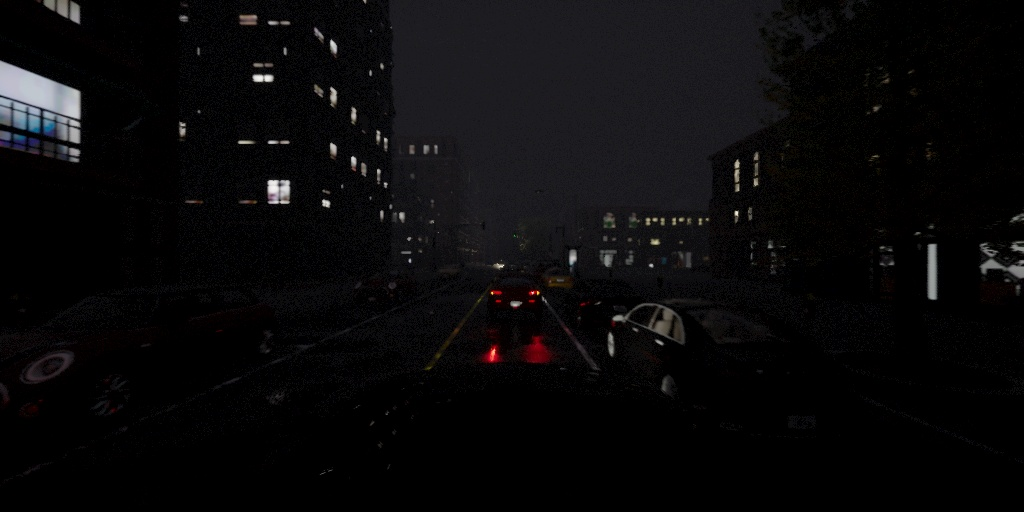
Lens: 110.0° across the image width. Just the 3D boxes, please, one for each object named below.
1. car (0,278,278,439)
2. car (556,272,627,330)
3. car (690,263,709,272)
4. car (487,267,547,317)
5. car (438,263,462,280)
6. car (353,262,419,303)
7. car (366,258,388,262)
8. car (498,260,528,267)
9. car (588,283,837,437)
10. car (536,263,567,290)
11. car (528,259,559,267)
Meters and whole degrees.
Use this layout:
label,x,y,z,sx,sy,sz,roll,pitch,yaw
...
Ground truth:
label,x,y,z,sx,sy,sz,roll,pitch,yaw
car,-5.691,1.201,5.507,1.967,1.591,4.097,0,0,0
car,2.689,1.345,11.046,1.948,1.339,4.313,0,0,0
car,26.144,1.563,47.693,4.507,1.381,1.888,0,0,0
car,0.099,1.311,13.310,1.812,1.442,4.674,0,0,0
car,-5.693,1.372,33.036,1.751,1.417,4.829,0,0,0
car,-5.692,1.235,16.586,1.967,1.591,4.097,0,0,0
car,-17.279,1.153,47.435,5.009,1.841,2.192,0,0,0
car,0.098,1.309,28.255,1.882,1.535,5.008,0,0,0
car,2.690,1.312,5.507,2.007,1.370,4.403,0,0,0
car,2.689,1.338,22.296,1.751,1.417,4.829,0,0,0
car,2.689,1.145,27.666,2.192,1.841,5.009,0,0,0
